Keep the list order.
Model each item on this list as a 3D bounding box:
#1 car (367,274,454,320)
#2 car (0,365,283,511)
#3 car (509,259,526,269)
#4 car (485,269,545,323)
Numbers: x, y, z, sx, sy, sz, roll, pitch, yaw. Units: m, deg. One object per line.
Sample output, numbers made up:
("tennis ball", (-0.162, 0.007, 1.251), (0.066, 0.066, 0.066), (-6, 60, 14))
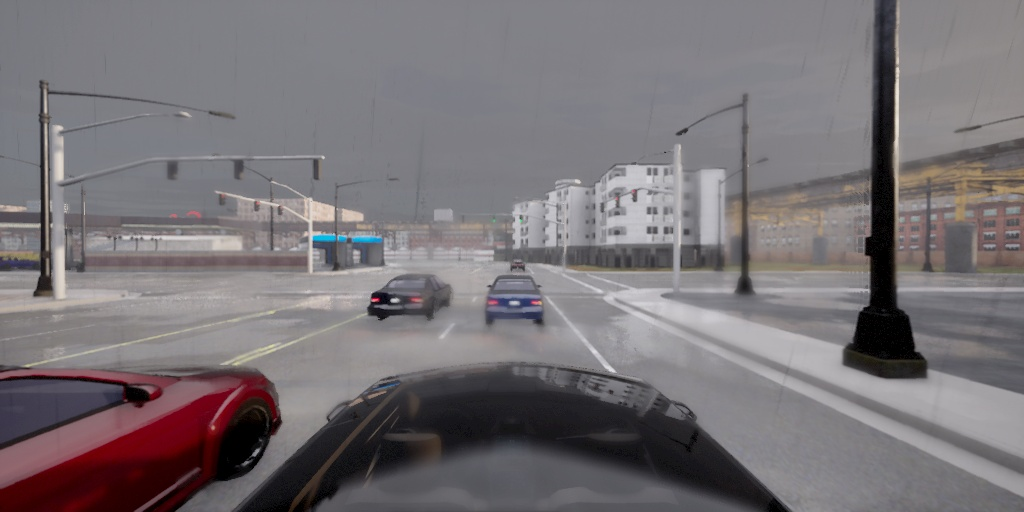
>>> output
("car", (-3.407, 1.358, 12.970), (2.033, 1.411, 5.357), (0, 0, 0))
("car", (-3.393, 1.316, 2.054), (1.994, 1.385, 4.181), (0, -1, -1))
("car", (0.707, 1.145, 45.640), (1.837, 1.490, 4.892), (0, 1, 0))
("car", (0.089, 1.357, 12.359), (2.033, 1.411, 5.357), (0, 0, 0))
